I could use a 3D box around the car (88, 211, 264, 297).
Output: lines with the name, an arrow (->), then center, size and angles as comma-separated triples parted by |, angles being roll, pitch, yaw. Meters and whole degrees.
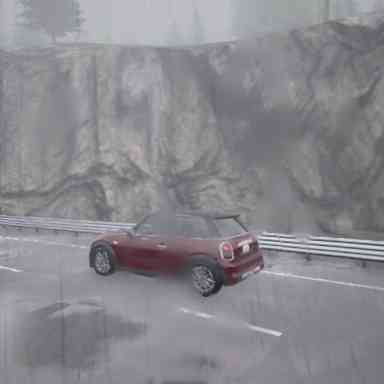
car -> -0.570, 1.270, 8.571 | 4.553, 1.767, 2.097 | 0, 1, 34
